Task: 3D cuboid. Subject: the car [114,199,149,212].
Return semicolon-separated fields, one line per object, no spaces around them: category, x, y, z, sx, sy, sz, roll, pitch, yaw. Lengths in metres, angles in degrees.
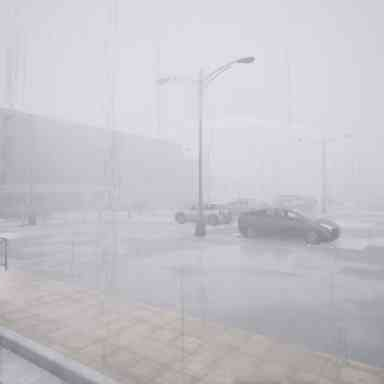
car;-7.587;1.680;42.008;1.837;1.490;4.892;0;0;35

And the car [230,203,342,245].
car;4.378;1.490;15.381;4.514;1.523;2.007;0;0;35

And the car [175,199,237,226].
car;0.732;1.424;22.439;3.806;1.475;1.970;0;0;35

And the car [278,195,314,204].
car;11.549;1.269;38.320;3.866;1.878;1.905;0;0;35

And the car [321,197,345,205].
car;23.720;1.565;56.033;3.633;1.501;1.845;0;0;35

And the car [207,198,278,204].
car;4.169;1.345;27.868;5.027;1.636;2.152;0;0;35

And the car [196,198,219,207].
car;2.696;1.778;56.403;1.994;1.385;4.181;0;0;35

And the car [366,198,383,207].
car;28.063;1.576;49.318;3.806;1.475;1.970;0;0;35

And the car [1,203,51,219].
car;-15.373;1.740;30.994;1.994;1.385;4.181;0;0;35

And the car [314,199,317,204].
car;12.888;1.289;40.931;4.605;1.855;1.932;0;0;35
